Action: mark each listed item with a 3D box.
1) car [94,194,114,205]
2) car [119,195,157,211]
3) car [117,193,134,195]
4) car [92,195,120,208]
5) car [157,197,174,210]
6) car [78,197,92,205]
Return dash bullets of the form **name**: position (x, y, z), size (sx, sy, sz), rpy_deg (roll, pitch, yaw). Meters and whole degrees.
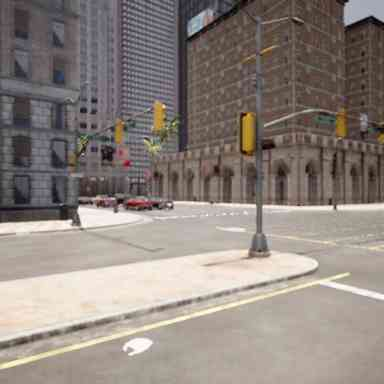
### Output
- **car**: position (-15.555, 1.316, 58.677), size (2.097, 1.767, 4.553), rpy_deg (0, 0, -35)
- **car**: position (-6.525, 1.448, 39.858), size (1.882, 1.535, 5.008), rpy_deg (0, 0, -36)
- **car**: position (-9.869, 1.186, 50.548), size (2.150, 2.045, 5.566), rpy_deg (0, 0, -35)
- **car**: position (-12.339, 1.534, 47.975), size (1.994, 1.385, 4.181), rpy_deg (0, 0, -35)
- **car**: position (-4.128, 1.456, 42.519), size (2.128, 1.511, 4.902), rpy_deg (0, 0, -36)
- **car**: position (-18.388, 1.518, 56.591), size (2.033, 1.411, 5.357), rpy_deg (0, 0, -35)
